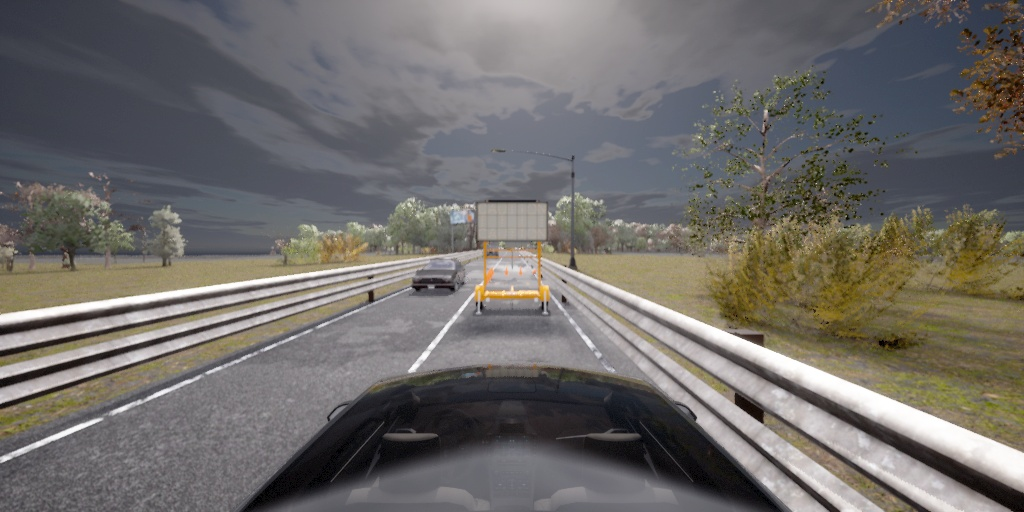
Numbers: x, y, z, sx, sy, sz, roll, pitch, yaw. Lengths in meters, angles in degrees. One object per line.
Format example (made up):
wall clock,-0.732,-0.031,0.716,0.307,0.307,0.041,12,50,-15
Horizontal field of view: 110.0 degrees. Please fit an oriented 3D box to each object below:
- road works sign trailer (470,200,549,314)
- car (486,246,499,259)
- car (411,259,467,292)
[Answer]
road works sign trailer,0.009,-0.086,12.174,2.380,3.560,2.880,0,0,0
car,-3.305,-0.671,58.795,2.150,2.045,5.566,0,2,1
car,-3.350,0.843,17.537,2.033,1.411,5.357,0,2,0
